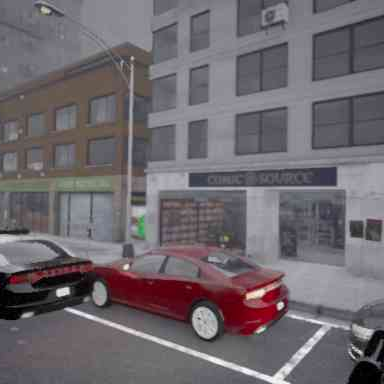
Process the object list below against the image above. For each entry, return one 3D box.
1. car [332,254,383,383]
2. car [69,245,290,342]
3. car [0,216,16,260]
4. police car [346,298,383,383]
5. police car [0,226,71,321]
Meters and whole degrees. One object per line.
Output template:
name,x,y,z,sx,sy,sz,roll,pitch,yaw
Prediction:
car,4.077,1.707,3.539,4.403,1.369,2.008,-1,-2,37
car,-0.322,1.771,6.849,4.507,1.381,1.887,-1,-2,37
car,-9.120,1.808,13.470,4.097,1.590,1.967,-1,-1,37
police car,3.594,1.515,1.590,5.238,1.638,1.930,-1,-2,37
police car,-4.399,1.642,7.599,5.238,1.638,1.930,-1,-2,37
